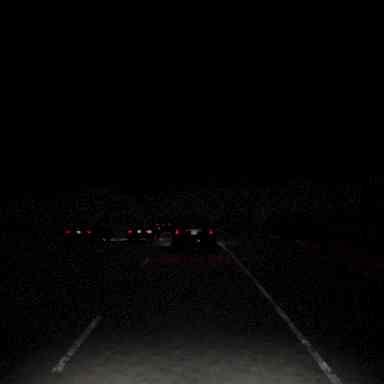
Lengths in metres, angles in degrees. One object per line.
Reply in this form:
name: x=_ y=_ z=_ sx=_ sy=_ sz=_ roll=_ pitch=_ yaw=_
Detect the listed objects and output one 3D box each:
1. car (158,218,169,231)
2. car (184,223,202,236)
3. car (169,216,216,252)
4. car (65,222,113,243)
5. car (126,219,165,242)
car: x=-3.406 y=4.298 z=42.266 sx=2.150 sy=2.045 sz=5.566 roll=0 pitch=-6 yaw=0
car: x=0.097 y=4.195 z=37.660 sx=1.994 sy=1.385 sz=4.181 roll=0 pitch=-6 yaw=0
car: x=0.098 y=2.065 z=17.418 sx=2.097 sy=1.767 sz=4.553 roll=0 pitch=-4 yaw=0
car: x=-6.902 y=2.732 z=22.767 sx=2.033 sy=1.411 sz=5.357 roll=0 pitch=-6 yaw=0
car: x=-3.402 y=2.844 z=23.927 sx=2.033 sy=1.411 sz=5.357 roll=0 pitch=-6 yaw=0
